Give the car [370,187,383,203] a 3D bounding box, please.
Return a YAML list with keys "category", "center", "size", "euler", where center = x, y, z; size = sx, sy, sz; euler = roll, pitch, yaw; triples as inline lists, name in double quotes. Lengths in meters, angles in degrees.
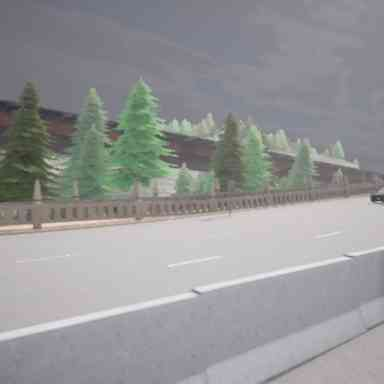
- category: "car"
  center: [17.799, 0.161, 29.588]
  size: [5.008, 1.535, 1.882]
  euler: [-4, 2, -35]
